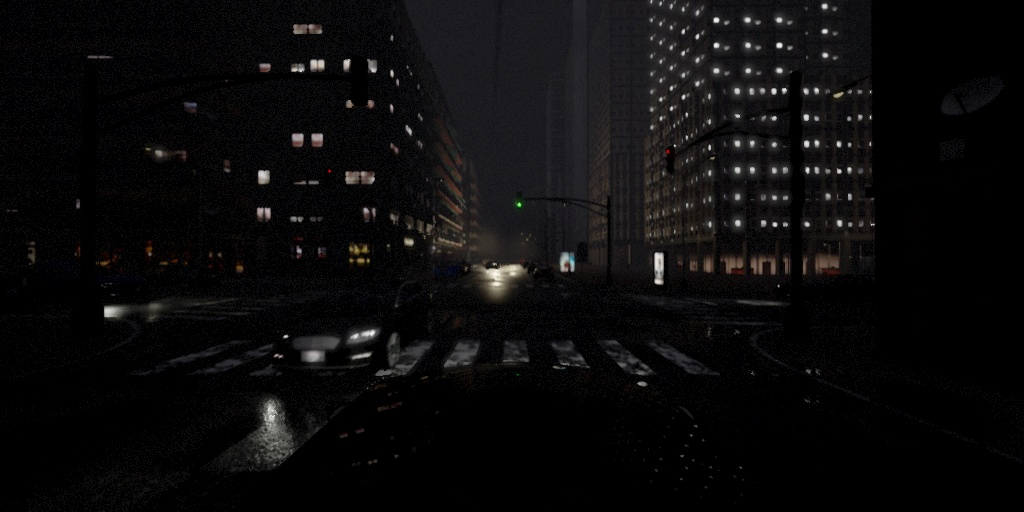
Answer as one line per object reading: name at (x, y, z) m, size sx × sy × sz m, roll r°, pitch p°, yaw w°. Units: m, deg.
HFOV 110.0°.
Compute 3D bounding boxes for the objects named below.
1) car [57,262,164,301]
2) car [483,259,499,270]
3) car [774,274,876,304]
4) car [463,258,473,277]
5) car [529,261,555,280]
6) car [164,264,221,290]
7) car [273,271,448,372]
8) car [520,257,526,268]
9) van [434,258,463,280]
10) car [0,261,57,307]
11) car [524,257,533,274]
car at (-17.411, 1.004, 14.225) m, size 5.008 × 1.535 × 1.882 m, roll 2°, pitch -1°, yaw -2°
car at (-2.923, 1.378, 53.258) m, size 2.033 × 1.411 × 5.357 m, roll 0°, pitch 0°, yaw 0°
car at (15.772, 1.639, 17.611) m, size 4.718 × 1.301 × 1.895 m, roll 1°, pitch -1°, yaw 0°
car at (-5.637, 1.124, 36.680) m, size 2.192 × 1.841 × 5.009 m, roll 0°, pitch 0°, yaw 0°
car at (2.736, 1.381, 31.138) m, size 1.802 × 1.307 × 4.207 m, roll 0°, pitch 0°, yaw 0°
car at (-18.766, 1.127, 19.999) m, size 4.313 × 1.339 × 1.948 m, roll 0°, pitch 0°, yaw 0°
car at (-2.991, 1.251, 7.846) m, size 2.128 × 1.511 × 4.902 m, roll 0°, pitch 0°, yaw 0°
car at (2.778, 1.295, 58.776) m, size 1.967 × 1.591 × 4.097 m, roll 0°, pitch 0°, yaw 0°
van at (-5.645, 1.140, 31.152) m, size 1.690 × 1.789 × 3.998 m, roll 0°, pitch 0°, yaw 0°
car at (-18.758, 0.796, 11.619) m, size 5.009 × 1.841 × 2.192 m, roll 0°, pitch 0°, yaw 0°
car at (2.753, 1.260, 42.194) m, size 1.967 × 1.591 × 4.097 m, roll 0°, pitch 0°, yaw 0°
